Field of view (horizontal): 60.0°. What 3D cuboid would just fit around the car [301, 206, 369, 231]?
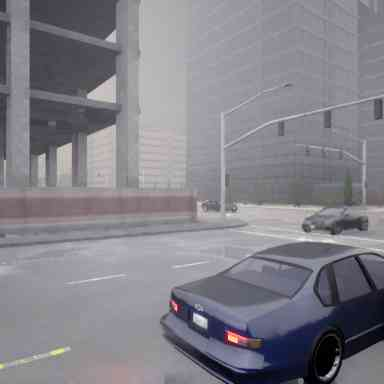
[{"bbox_3d":[8.065,1.525,18.512,4.674,1.442,1.812,0,0,-37],"label":"car"}]

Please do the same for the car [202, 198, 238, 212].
[{"bbox_3d":[3.074,1.505,37.408,1.837,1.490,4.892,0,0,-36],"label":"car"}]

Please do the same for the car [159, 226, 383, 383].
[{"bbox_3d":[2.149,1.547,5.324,5.357,1.411,2.033,0,0,-35],"label":"car"}]
